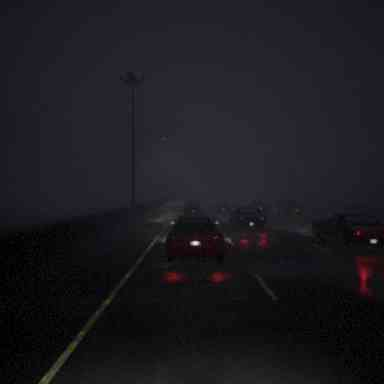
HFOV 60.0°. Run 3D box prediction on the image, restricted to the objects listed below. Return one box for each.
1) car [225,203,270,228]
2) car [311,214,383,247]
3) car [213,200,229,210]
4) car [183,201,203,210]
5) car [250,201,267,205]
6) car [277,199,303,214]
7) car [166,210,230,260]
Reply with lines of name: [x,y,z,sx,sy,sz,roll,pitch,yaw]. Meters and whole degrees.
car: [3.616,1.649,22.395,1.895,1.301,4.718,0,0,0]
car: [7.109,1.635,15.216,1.895,1.301,4.718,0,0,0]
car: [3.630,1.665,40.613,1.895,1.301,4.718,0,0,0]
car: [0.124,1.591,33.265,1.812,1.442,4.674,0,0,0]
car: [7.127,1.633,36.400,1.994,1.385,4.181,0,0,0]
car: [10.627,1.575,36.322,1.837,1.490,4.892,0,0,0]
car: [0.108,1.590,12.487,1.994,1.385,4.181,0,0,0]
